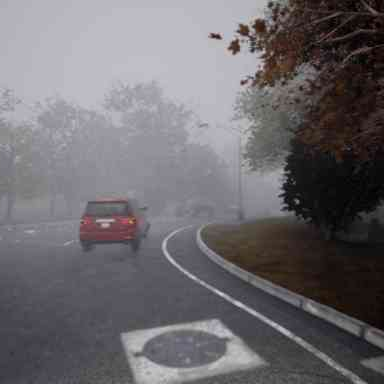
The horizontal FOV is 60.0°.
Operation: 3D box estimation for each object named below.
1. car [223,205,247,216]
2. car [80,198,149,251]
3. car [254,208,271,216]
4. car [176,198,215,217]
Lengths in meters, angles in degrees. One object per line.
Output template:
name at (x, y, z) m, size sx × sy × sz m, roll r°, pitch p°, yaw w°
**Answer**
car at (5.954, 2.500, 45.599) m, size 1.882 × 1.535 × 5.008 m, roll -1°, pitch -4°, yaw 29°
car at (-3.194, 1.269, 14.515) m, size 2.150 × 2.045 × 5.566 m, roll -1°, pitch 0°, yaw -2°
car at (11.993, 3.467, 56.417) m, size 1.837 × 1.490 × 4.892 m, roll -1°, pitch -5°, yaw 30°
car at (0.484, 1.621, 35.743) m, size 2.150 × 2.045 × 5.566 m, roll -1°, pitch -3°, yaw 30°
